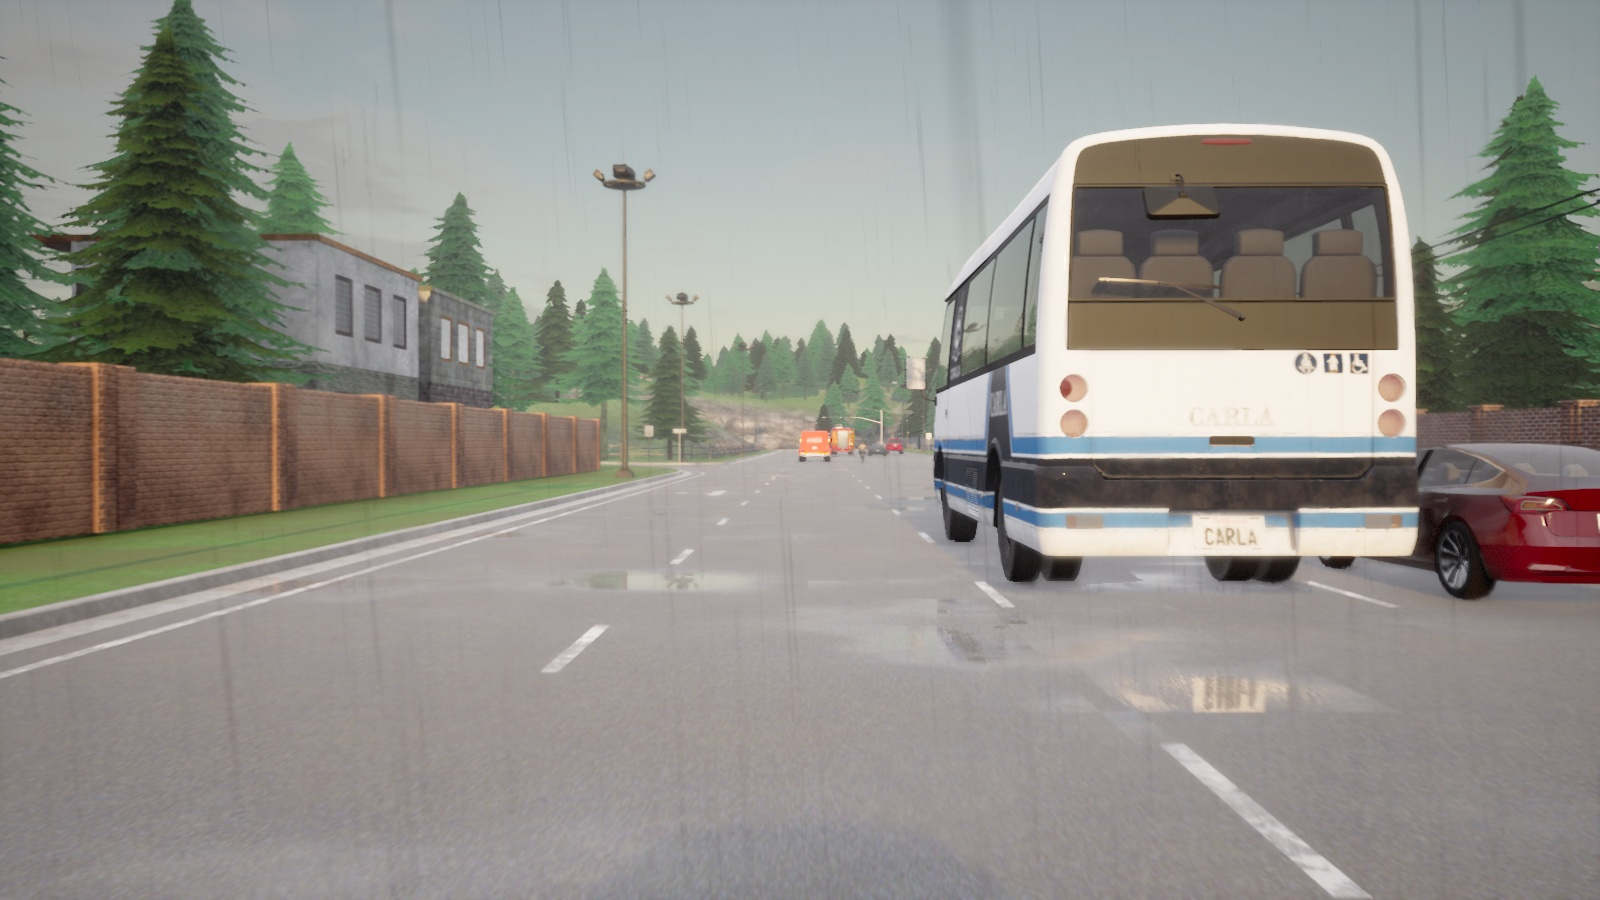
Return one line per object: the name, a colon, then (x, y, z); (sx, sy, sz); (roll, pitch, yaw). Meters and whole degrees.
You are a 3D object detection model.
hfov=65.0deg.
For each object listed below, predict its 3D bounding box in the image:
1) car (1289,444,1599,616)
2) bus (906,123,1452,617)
car: (7.166, 0.678, 13.273); (2.163, 1.488, 4.792); (0, 0, 1)
bus: (3.697, -0.717, 15.981); (3.944, 4.253, 10.273); (0, 0, 1)
